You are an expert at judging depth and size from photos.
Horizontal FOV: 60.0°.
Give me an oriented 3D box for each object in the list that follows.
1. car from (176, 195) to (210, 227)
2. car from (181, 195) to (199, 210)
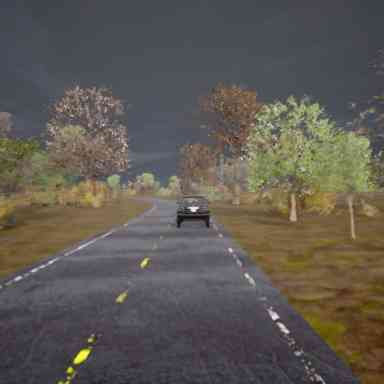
[{"bbox_3d":[0.100,1.216,23.043,2.150,2.045,5.566,0,0,0],"label":"car"},{"bbox_3d":[-0.373,1.335,42.482,2.097,1.767,4.553,0,0,-3],"label":"car"}]
